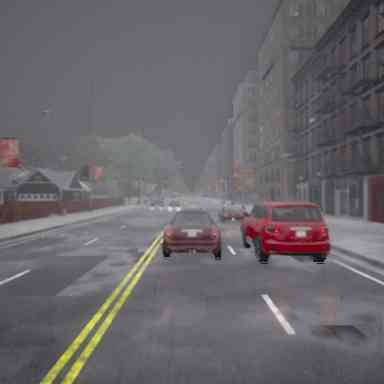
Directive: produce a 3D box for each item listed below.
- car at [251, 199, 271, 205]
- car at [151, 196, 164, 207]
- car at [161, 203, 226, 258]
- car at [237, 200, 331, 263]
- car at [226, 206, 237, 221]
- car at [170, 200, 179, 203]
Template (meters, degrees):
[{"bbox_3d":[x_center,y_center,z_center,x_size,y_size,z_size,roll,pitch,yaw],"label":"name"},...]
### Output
[{"bbox_3d":[16.364,2.325,78.905,4.313,1.339,1.947,0,-1,0],"label":"car"},{"bbox_3d":[-6.518,1.825,63.596,2.150,2.045,5.566,0,-1,0],"label":"car"},{"bbox_3d":[0.019,1.485,13.440,2.097,1.767,4.553,0,-1,0],"label":"car"},{"bbox_3d":[3.258,1.351,12.581,2.150,2.045,5.566,0,0,0],"label":"car"},{"bbox_3d":[3.262,1.878,28.258,1.895,1.301,4.718,0,-1,0],"label":"car"},{"bbox_3d":[-3.274,2.194,62.900,1.895,1.301,4.718,0,-1,0],"label":"car"}]
